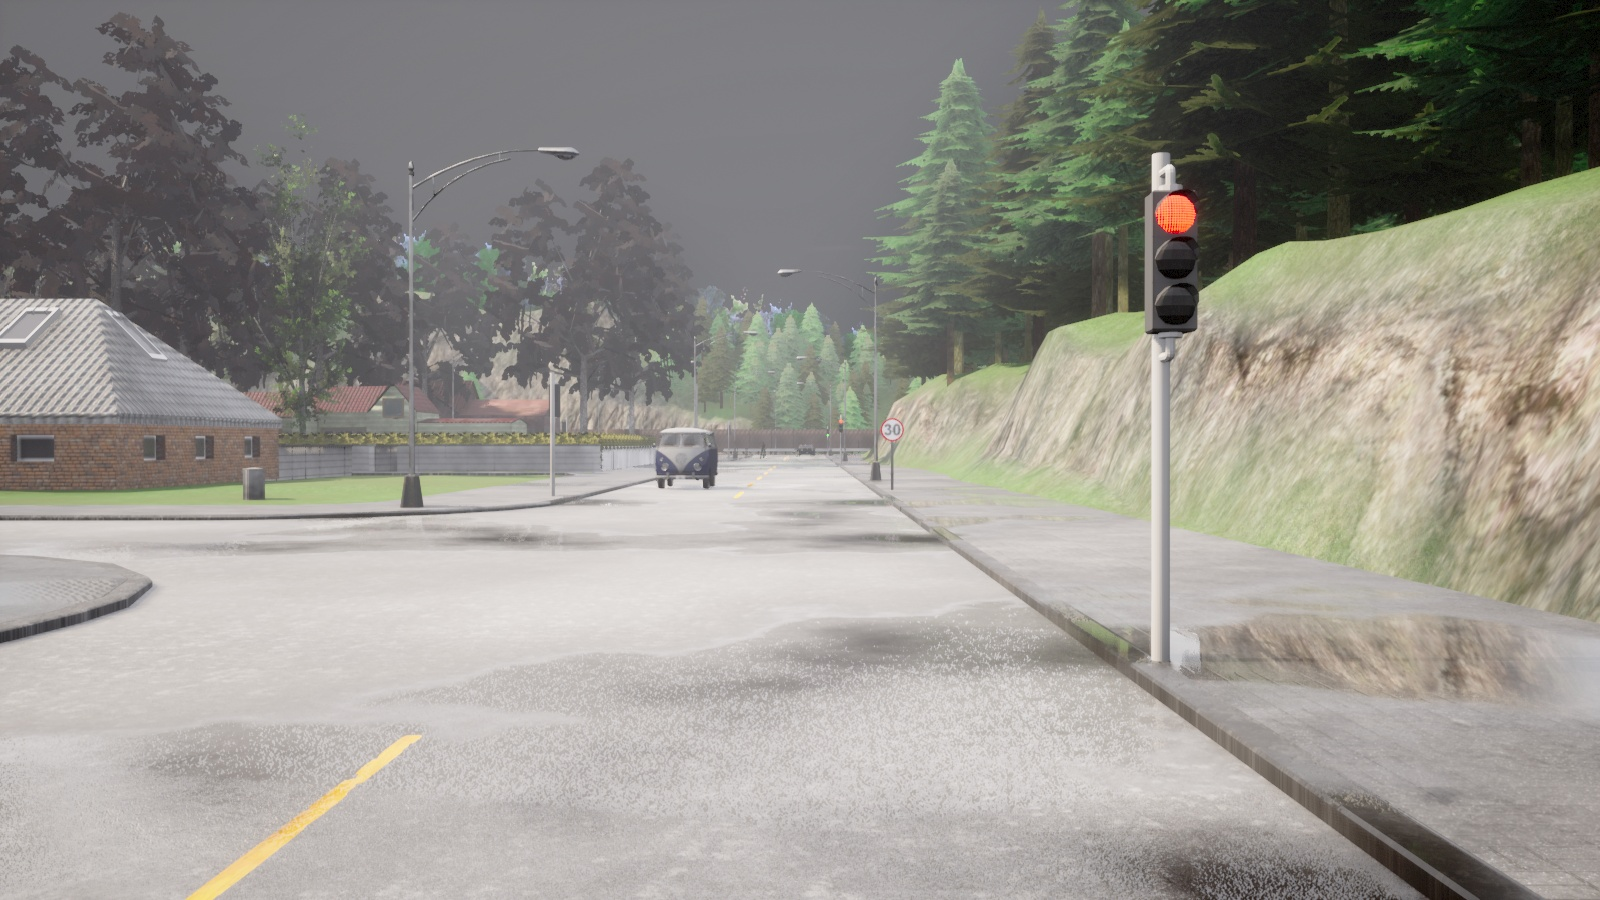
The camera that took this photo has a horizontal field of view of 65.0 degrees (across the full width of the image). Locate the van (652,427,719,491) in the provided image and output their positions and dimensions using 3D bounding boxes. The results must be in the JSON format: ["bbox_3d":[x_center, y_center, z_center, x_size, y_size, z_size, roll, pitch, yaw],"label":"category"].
[{"bbox_3d":[-3.749,0.255,41.744,1.775,1.987,4.442,0,1,0],"label":"van"}]
